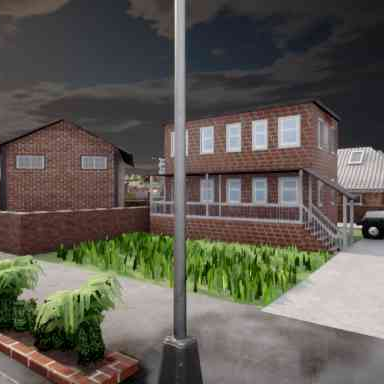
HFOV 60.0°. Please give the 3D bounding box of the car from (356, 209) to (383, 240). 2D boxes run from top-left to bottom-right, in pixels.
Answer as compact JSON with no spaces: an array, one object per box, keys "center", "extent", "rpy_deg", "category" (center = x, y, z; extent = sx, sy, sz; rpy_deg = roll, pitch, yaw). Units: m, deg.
[{"center":[8.470,0.973,12.606],"extent":[3.866,1.878,1.905],"rpy_deg":[0,0,36],"category":"car"}]
